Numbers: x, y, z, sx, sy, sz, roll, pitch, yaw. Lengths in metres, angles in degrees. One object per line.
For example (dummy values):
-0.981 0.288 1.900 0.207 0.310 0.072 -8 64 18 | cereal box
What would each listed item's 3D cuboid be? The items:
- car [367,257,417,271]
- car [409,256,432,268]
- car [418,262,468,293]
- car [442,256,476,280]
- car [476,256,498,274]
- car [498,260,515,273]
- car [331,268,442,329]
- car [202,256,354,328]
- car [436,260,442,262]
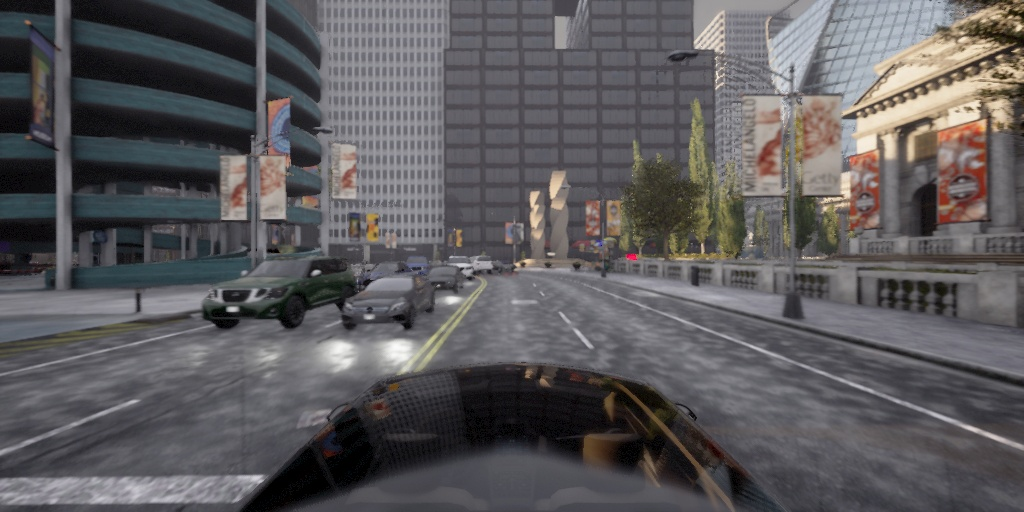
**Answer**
-7.366 1.140 21.339 2.097 1.767 4.553 0 0 -2 | car
-8.423 1.017 31.921 2.150 2.045 5.566 0 0 -14 | car
-3.834 1.276 20.753 1.837 1.490 4.892 0 0 -2 | car
-4.712 0.999 31.292 2.150 2.045 5.566 0 0 -12 | car
-4.023 0.998 41.303 2.150 2.045 5.566 0 0 -25 | car
-1.421 1.256 43.931 2.128 1.511 4.902 0 0 -29 | car
-3.679 1.295 11.502 1.812 1.442 4.674 0 0 -1 | car
-7.169 1.007 11.929 2.150 2.045 5.566 0 0 -1 | car
-10.216 1.313 50.841 1.837 1.490 4.892 0 0 -41 | car
